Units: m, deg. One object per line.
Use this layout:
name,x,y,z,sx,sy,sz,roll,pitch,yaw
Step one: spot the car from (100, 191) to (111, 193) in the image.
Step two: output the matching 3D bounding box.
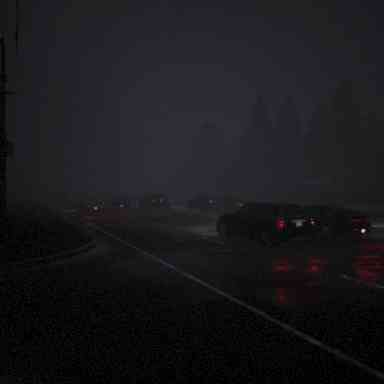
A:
car,-14.113,0.631,54.009,2.128,1.511,4.902,0,1,-28

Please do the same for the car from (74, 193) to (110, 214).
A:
car,-8.915,1.053,29.139,1.812,1.442,4.674,0,1,-28

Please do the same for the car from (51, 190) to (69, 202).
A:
car,-19.835,0.514,49.855,2.097,1.767,4.553,0,1,-28

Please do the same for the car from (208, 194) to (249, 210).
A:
car,3.761,1.032,35.115,1.837,1.490,4.892,0,1,-28

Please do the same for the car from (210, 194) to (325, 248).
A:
car,2.950,1.172,14.141,2.097,1.767,4.553,0,1,-28

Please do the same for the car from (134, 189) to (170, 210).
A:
car,-4.045,0.832,34.919,2.097,1.767,4.553,0,1,-28

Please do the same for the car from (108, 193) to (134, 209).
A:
car,-8.015,1.052,34.938,1.895,1.301,4.718,0,1,-28

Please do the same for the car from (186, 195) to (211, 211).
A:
car,1.097,1.036,32.662,2.128,1.511,4.902,0,1,-28

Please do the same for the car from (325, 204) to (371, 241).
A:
car,5.966,1.319,15.924,1.837,1.490,4.892,0,1,-28
